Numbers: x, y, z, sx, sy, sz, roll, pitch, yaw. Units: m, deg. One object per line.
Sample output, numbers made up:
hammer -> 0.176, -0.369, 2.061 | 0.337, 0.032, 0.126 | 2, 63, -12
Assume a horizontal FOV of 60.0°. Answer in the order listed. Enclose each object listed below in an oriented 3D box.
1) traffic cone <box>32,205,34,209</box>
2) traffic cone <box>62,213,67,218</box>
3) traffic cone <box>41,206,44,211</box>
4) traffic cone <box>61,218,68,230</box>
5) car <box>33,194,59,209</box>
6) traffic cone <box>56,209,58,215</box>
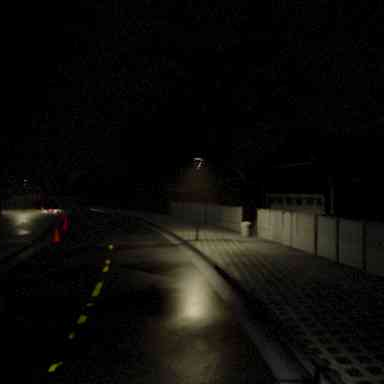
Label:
traffic cone -> -21.703, 2.054, 45.505 | 0.340, 0.580, 0.340 | 1, 0, -40
traffic cone -> -9.380, 2.034, 24.751 | 0.340, 0.580, 0.340 | 1, 0, -22
traffic cone -> -18.733, 2.057, 41.675 | 0.340, 0.580, 0.340 | 1, 0, -36
traffic cone -> -7.717, 2.021, 20.199 | 0.340, 0.580, 0.340 | 1, 0, -18
car -> -20.912, 1.337, 47.485 | 2.150, 2.045, 5.566 | 1, -1, -41
traffic cone -> -13.532, 2.052, 33.503 | 0.340, 0.580, 0.340 | 1, 0, -29
